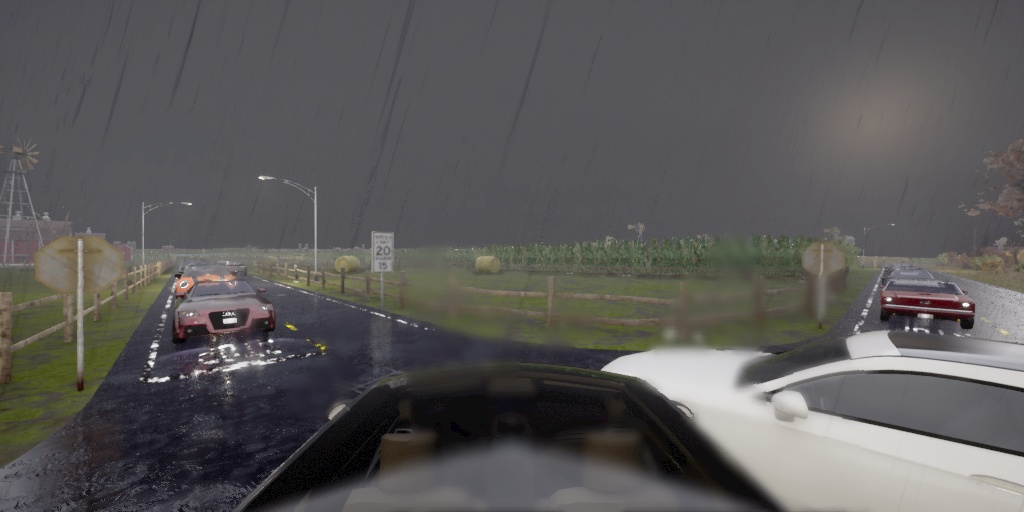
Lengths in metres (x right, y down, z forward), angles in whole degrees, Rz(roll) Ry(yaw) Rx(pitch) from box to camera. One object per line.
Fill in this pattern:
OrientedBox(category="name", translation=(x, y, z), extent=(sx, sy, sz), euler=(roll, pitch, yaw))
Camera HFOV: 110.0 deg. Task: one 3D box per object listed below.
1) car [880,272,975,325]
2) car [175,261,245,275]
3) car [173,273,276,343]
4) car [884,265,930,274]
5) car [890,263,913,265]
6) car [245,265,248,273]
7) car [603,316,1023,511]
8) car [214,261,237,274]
OrientedBox(category="car", translation=(13.372, 1.400, 11.738), extent=(4.718, 1.301, 1.895), euler=(0, 1, -44))
OrientedBox(category="car", translation=(-13.925, 1.151, 16.394), extent=(2.097, 1.767, 4.553), euler=(0, 0, -42))
OrientedBox(category="car", translation=(-8.066, 1.361, 9.986), extent=(1.994, 1.385, 4.181), euler=(0, 0, -43))
OrientedBox(category="car", translation=(20.364, 1.366, 18.393), extent=(5.357, 1.411, 2.033), euler=(0, 1, -44))
OrientedBox(category="car", translation=(27.037, 1.406, 24.735), extent=(4.181, 1.385, 1.994), euler=(0, 1, -44))
OrientedBox(category="car", translation=(-27.438, 1.308, 35.450), extent=(2.128, 1.511, 4.902), euler=(0, 0, -42))
OrientedBox(category="car", translation=(2.811, 1.293, 2.539), extent=(1.812, 1.442, 4.674), euler=(0, 1, -45))
OrientedBox(category="car", translation=(-34.255, 1.336, 42.820), extent=(1.837, 1.490, 4.892), euler=(0, 0, -42))
